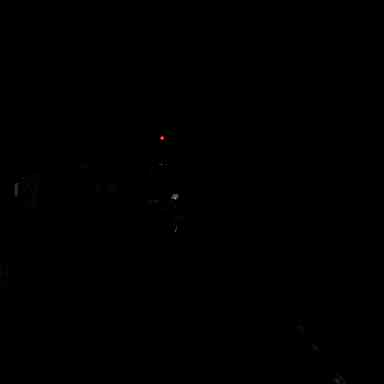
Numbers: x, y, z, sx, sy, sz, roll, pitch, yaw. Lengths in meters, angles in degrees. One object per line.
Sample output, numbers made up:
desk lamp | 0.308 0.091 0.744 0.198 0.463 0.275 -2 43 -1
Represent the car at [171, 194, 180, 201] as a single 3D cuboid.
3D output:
car | -3.531 1.186 71.174 2.128 1.511 4.902 0 0 0
